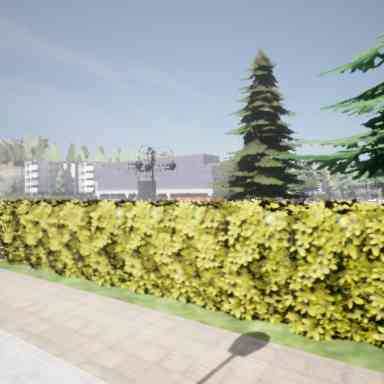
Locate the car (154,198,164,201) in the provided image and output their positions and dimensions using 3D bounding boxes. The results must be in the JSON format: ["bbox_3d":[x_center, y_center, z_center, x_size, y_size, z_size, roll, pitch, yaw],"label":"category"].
[{"bbox_3d":[-5.194,1.724,51.917,1.845,1.501,3.633,-1,0,36],"label":"car"}]

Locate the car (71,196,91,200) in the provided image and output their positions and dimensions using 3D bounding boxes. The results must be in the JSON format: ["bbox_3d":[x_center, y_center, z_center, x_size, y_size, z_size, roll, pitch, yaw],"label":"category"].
[{"bbox_3d":[-20.093,1.636,63.030,1.932,1.855,4.605,-1,0,36],"label":"car"}]

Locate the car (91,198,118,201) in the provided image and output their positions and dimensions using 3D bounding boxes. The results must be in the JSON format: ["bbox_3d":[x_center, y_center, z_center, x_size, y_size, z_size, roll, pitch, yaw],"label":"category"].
[{"bbox_3d":[-11.989,1.765,47.700,1.970,1.475,3.806,-1,0,36],"label":"car"}]

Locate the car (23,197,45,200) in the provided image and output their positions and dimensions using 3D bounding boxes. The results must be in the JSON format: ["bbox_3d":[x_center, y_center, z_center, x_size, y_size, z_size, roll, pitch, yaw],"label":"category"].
[{"bbox_3d":[-32.989,1.852,71.990,2.152,1.636,5.027,-1,0,36],"label":"car"}]

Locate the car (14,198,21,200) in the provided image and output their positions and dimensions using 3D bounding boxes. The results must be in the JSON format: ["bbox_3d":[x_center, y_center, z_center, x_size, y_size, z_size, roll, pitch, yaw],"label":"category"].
[{"bbox_3d":[-38.352,1.996,75.528,1.970,1.475,3.806,-1,0,36],"label":"car"}]

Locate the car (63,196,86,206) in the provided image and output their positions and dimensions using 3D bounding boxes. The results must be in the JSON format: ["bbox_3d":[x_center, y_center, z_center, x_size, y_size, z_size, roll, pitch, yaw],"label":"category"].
[{"bbox_3d":[-22.679,1.645,64.417,1.905,1.878,3.866,-1,0,36],"label":"car"}]
